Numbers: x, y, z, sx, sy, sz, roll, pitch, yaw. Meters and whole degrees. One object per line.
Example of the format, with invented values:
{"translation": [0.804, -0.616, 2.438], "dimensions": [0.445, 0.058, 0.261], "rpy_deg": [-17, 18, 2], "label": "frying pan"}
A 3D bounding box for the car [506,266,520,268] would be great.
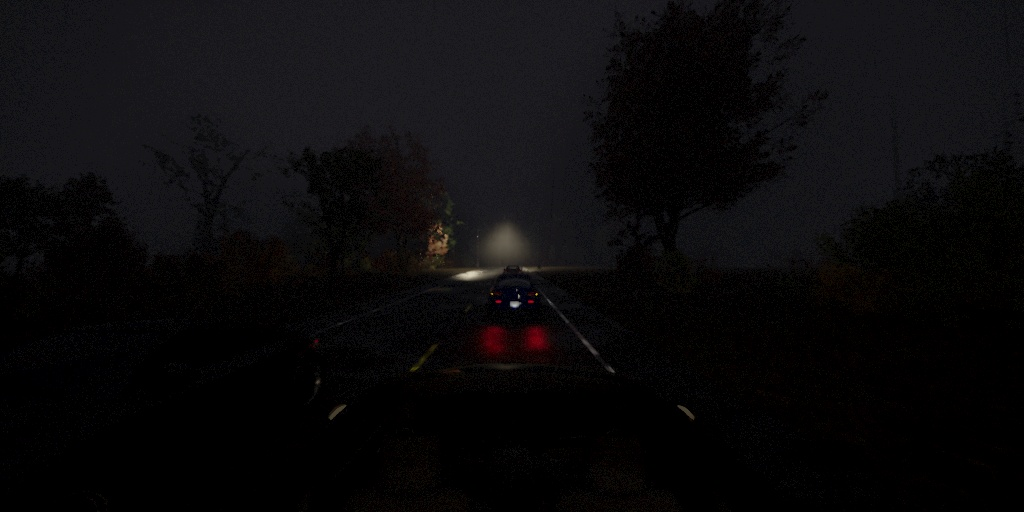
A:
{"translation": [0.085, 1.598, 34.325], "dimensions": [1.994, 1.385, 4.181], "rpy_deg": [0, 0, 0], "label": "car"}

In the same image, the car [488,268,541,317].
{"translation": [0.087, 1.368, 13.627], "dimensions": [1.812, 1.442, 4.674], "rpy_deg": [0, 0, 0], "label": "car"}

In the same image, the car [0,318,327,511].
{"translation": [-3.583, 1.325, 3.308], "dimensions": [1.994, 1.385, 4.181], "rpy_deg": [0, 0, 0], "label": "car"}
